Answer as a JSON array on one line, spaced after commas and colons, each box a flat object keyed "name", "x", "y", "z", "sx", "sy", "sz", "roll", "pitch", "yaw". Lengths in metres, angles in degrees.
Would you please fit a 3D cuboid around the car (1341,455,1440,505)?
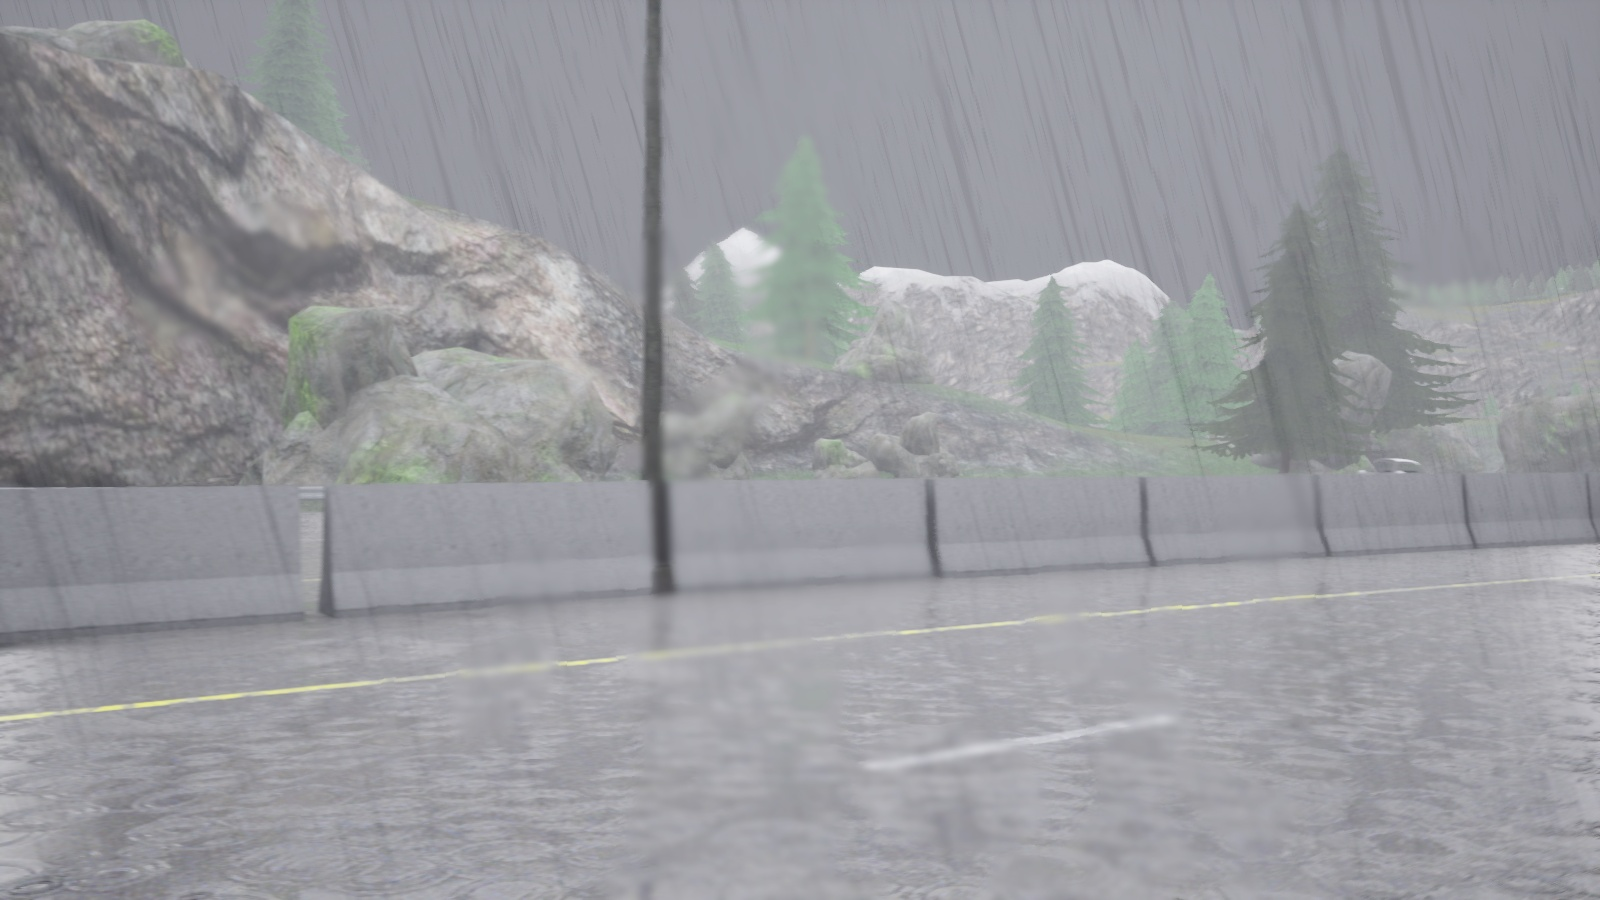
[{"name": "car", "x": 16.938, "y": 0.848, "z": 36.052, "sx": 2.207, "sy": 1.376, "sz": 1.481, "roll": 0, "pitch": -1, "yaw": -22}]
